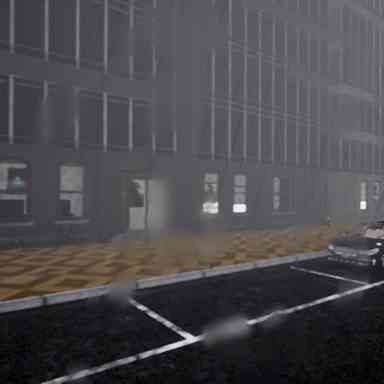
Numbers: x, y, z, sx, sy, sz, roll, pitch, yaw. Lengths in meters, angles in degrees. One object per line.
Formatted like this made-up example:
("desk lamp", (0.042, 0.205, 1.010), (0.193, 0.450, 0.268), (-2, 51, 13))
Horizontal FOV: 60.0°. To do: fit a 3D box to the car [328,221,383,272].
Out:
("car", (6.278, 1.663, 11.037), (4.403, 1.369, 2.008), (1, 0, -35))
